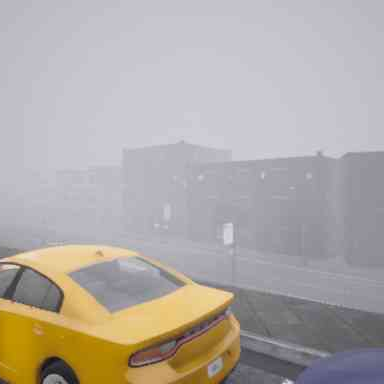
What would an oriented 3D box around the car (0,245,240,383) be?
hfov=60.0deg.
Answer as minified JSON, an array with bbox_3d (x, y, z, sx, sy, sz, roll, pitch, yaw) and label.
[{"bbox_3d":[-1.808,1.483,4.532,5.008,1.535,2.097,0,0,35],"label":"car"}]
